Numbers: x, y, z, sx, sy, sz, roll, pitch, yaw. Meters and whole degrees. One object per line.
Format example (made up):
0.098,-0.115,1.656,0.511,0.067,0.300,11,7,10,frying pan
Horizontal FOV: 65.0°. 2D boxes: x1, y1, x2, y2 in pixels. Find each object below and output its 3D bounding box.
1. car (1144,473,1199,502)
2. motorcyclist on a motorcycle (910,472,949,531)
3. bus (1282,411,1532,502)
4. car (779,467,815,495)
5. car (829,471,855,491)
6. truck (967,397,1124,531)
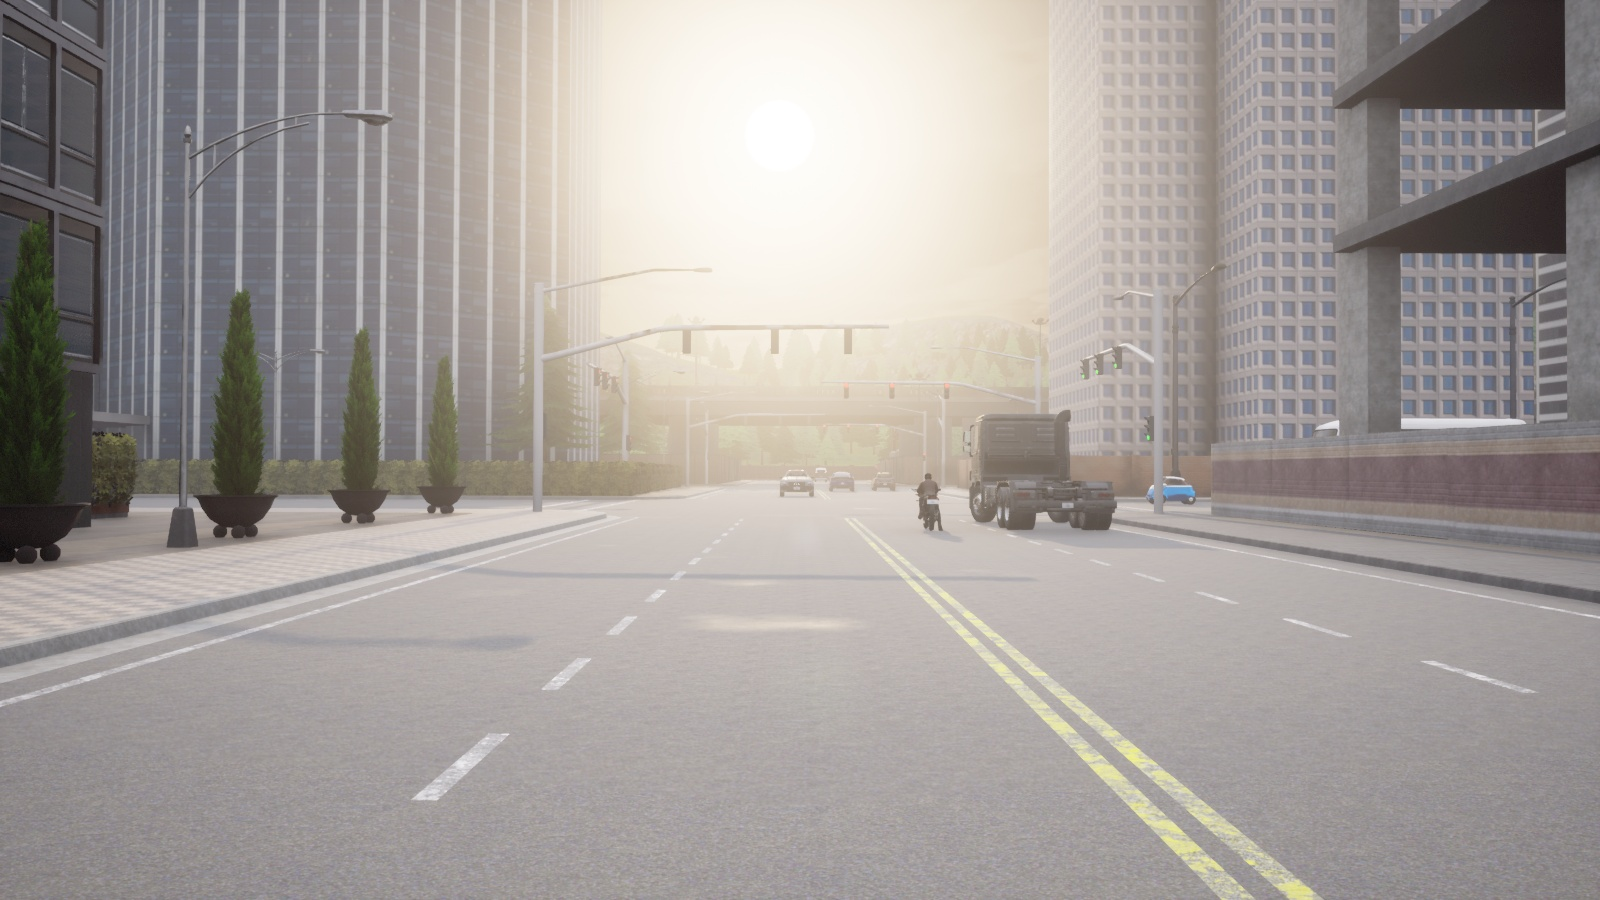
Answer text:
18.165,1.826,61.453,2.207,1.376,1.481,0,-1,0,car
3.422,1.341,33.314,0.797,1.523,2.044,0,-1,0,motorcyclist on a motorcycle
29.482,0.349,61.421,10.273,4.253,3.944,0,-1,0,bus
-0.183,1.908,78.435,2.152,1.651,5.027,0,-1,0,car
3.270,2.425,98.267,1.882,1.535,5.008,0,-1,0,car
6.892,0.416,36.473,2.891,3.462,7.936,0,-1,-1,truck
